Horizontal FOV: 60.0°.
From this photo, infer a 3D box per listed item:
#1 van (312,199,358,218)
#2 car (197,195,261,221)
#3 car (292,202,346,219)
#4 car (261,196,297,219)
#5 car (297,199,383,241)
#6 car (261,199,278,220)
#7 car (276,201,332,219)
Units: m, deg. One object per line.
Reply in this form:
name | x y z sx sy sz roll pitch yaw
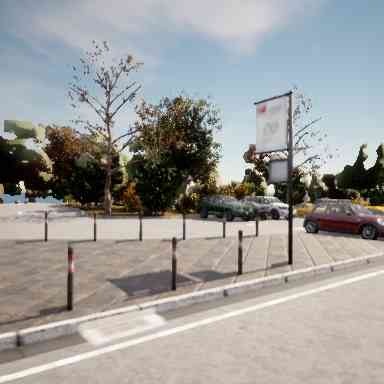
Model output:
van | 16.209 1.828 37.792 1.878 1.987 4.442 3 -1 -36
car | 2.677 1.304 28.129 2.435 2.045 5.566 2 -1 -36
car | 13.760 1.949 36.401 1.946 1.575 5.366 3 -1 -36
car | 7.094 1.437 31.340 2.435 2.045 5.566 2 -1 -36
car | 8.098 1.381 16.977 2.185 1.767 4.553 2 -1 -36
car | 4.817 1.620 29.713 2.231 1.521 4.892 2 -1 -36
car | 11.601 1.858 34.848 1.946 1.575 5.366 2 -1 -36
